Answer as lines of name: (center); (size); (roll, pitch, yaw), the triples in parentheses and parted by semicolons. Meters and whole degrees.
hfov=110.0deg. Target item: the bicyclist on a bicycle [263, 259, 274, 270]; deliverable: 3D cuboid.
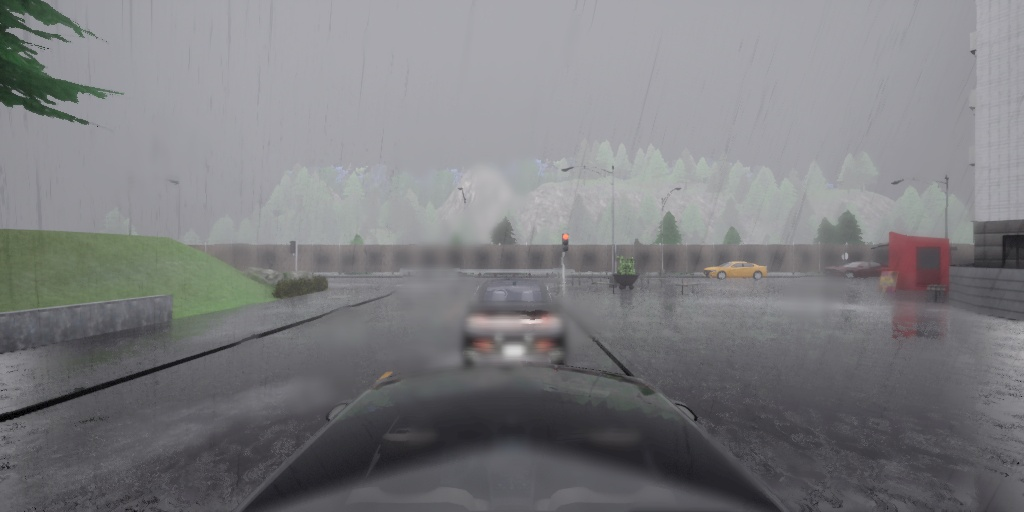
bicyclist on a bicycle: (-24.027, 1.099, 35.400); (0.582, 1.620, 1.656); (0, 0, 0)

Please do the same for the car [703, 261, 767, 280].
car: (19.350, 1.228, 31.221); (5.008, 1.535, 1.882); (0, 0, 0)

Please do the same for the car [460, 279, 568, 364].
car: (0.053, 1.241, 7.923); (2.128, 1.511, 4.902); (0, 0, 0)

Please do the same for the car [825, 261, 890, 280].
car: (30.195, 1.228, 31.222); (5.008, 1.535, 1.882); (0, 0, 0)
